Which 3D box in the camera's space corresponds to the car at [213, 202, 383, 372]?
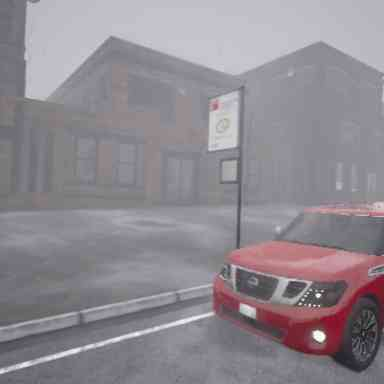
[{"bbox_3d":[2.987,1.235,6.060,5.566,2.045,2.150,0,0,-36],"label":"car"}]
